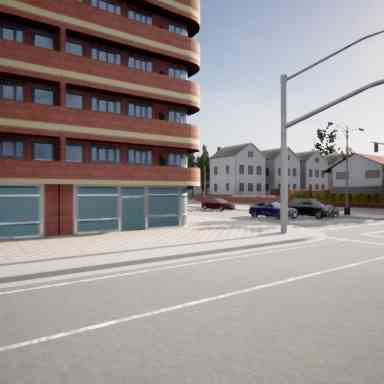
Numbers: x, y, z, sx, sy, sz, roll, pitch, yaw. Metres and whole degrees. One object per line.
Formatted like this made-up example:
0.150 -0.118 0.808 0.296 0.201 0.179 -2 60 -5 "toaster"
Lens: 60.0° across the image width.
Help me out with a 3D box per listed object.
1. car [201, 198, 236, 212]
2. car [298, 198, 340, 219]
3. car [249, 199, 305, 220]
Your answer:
3.096 1.477 39.719 1.882 1.535 5.008 0 0 -35 "car"
10.457 1.352 29.098 2.097 1.767 4.553 0 0 -35 "car"
6.823 1.526 28.203 1.812 1.442 4.674 0 0 -35 "car"
